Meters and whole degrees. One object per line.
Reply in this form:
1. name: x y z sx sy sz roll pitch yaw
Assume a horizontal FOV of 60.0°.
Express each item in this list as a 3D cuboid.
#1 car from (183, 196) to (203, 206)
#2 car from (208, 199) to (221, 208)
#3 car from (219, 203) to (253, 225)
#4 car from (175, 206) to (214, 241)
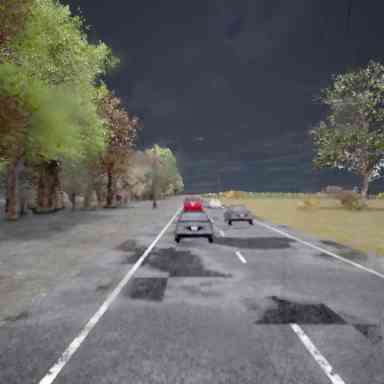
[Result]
1. car: 0.102 1.503 39.183 2.150 2.045 5.566 0 0 0
2. car: 3.600 1.892 52.642 1.812 1.442 4.674 0 0 0
3. car: 3.554 1.735 26.069 2.033 1.411 5.357 0 0 0
4. car: 0.099 1.673 17.272 2.033 1.411 5.357 0 0 0
